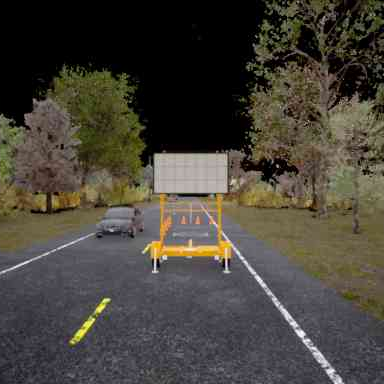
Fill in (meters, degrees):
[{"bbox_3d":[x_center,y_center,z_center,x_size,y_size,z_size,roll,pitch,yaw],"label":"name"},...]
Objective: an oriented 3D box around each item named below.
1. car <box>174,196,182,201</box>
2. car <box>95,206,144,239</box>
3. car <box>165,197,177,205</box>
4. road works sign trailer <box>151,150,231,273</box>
[{"bbox_3d":[-3.863,1.683,90.659,1.994,1.385,4.181,0,0,0],"label":"car"},{"bbox_3d":[-3.669,1.516,17.608,1.837,1.490,4.892,0,0,0],"label":"car"},{"bbox_3d":[-3.810,1.664,60.640,1.994,1.385,4.181,0,0,0],"label":"car"},{"bbox_3d":[-0.036,0.469,10.672,2.380,3.560,2.880,0,0,0],"label":"road works sign trailer"}]
